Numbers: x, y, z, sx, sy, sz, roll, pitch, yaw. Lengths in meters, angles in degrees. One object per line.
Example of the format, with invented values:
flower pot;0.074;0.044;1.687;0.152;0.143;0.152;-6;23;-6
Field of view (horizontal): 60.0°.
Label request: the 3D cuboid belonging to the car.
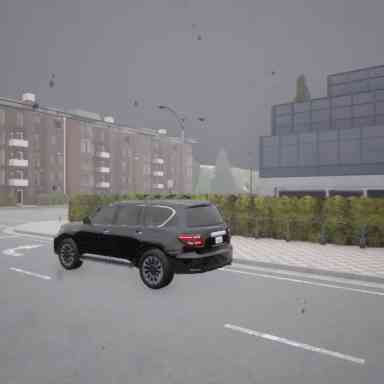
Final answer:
car;-1.552;1.221;9.387;5.566;2.045;2.150;0;0;35
